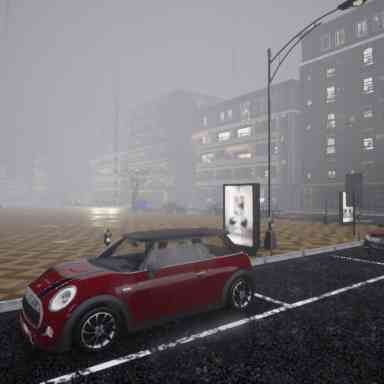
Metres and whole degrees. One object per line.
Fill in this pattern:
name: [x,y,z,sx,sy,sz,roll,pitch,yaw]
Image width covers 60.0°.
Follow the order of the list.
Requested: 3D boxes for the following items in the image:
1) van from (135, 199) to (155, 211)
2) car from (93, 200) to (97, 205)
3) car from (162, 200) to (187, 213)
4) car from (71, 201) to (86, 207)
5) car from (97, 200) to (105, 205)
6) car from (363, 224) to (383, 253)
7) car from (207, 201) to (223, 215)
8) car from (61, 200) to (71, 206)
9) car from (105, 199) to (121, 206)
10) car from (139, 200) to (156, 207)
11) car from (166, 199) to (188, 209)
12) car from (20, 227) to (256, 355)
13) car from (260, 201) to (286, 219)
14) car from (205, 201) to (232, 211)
van: [-7.411,2.034,52.093,1.690,1.788,3.998,-2,0,-36]
car: [-25.778,2.797,91.189,1.887,1.381,4.507,-2,0,-36]
car: [-2.431,2.114,45.250,1.887,1.381,4.507,-2,0,-36]
car: [-25.915,2.703,77.252,2.008,1.369,4.403,-2,0,-36]
car: [-22.473,2.736,86.706,1.947,1.339,4.313,-2,0,-36]
car: [8.138,1.581,12.508,4.206,1.307,1.802,0,0,-36]
car: [3.720,1.968,36.828,2.008,1.369,4.403,-2,0,-36]
car: [-32.524,2.861,86.218,1.887,1.381,4.507,-2,0,-36]
car: [-19.172,2.528,82.223,1.967,1.590,4.097,-2,0,-36]
car: [-9.256,2.424,68.775,1.802,1.307,4.206,-2,0,-36]
car: [-2.647,2.118,59.812,1.967,1.590,4.097,-2,0,-36]
car: [-0.809,1.440,6.013,4.097,1.590,1.967,0,0,-36]
car: [7.025,1.887,32.345,2.008,1.369,4.403,-2,0,-36]
car: [4.025,2.096,50.891,1.802,1.307,4.206,-2,0,-36]
